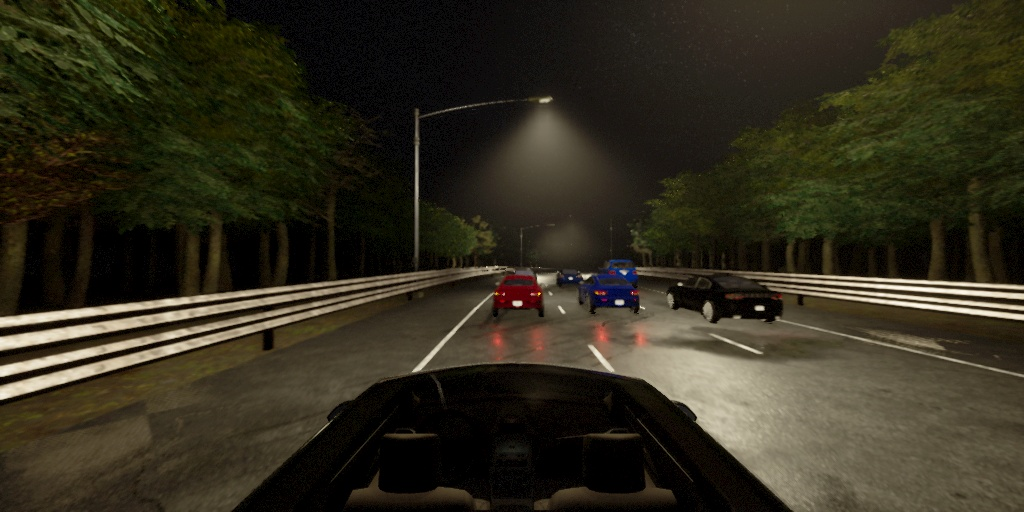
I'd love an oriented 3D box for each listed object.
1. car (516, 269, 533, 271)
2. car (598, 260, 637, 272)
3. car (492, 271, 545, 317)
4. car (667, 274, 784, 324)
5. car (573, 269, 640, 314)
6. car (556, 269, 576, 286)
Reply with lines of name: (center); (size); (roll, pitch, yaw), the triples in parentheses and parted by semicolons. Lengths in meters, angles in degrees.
car: (0.923, 1.656, 26.886); (2.033, 1.411, 5.357); (0, -1, 4)
car: (7.998, 1.341, 27.535); (2.150, 2.045, 5.566); (0, -1, 5)
car: (0.301, 1.449, 14.070); (1.812, 1.442, 4.674); (0, -1, 3)
car: (7.249, 1.385, 12.828); (1.882, 1.535, 5.008); (0, -1, 2)
car: (3.836, 1.458, 14.712); (1.812, 1.442, 4.674); (0, -1, 3)
car: (4.638, 1.710, 29.250); (1.994, 1.385, 4.181); (0, -1, 5)
